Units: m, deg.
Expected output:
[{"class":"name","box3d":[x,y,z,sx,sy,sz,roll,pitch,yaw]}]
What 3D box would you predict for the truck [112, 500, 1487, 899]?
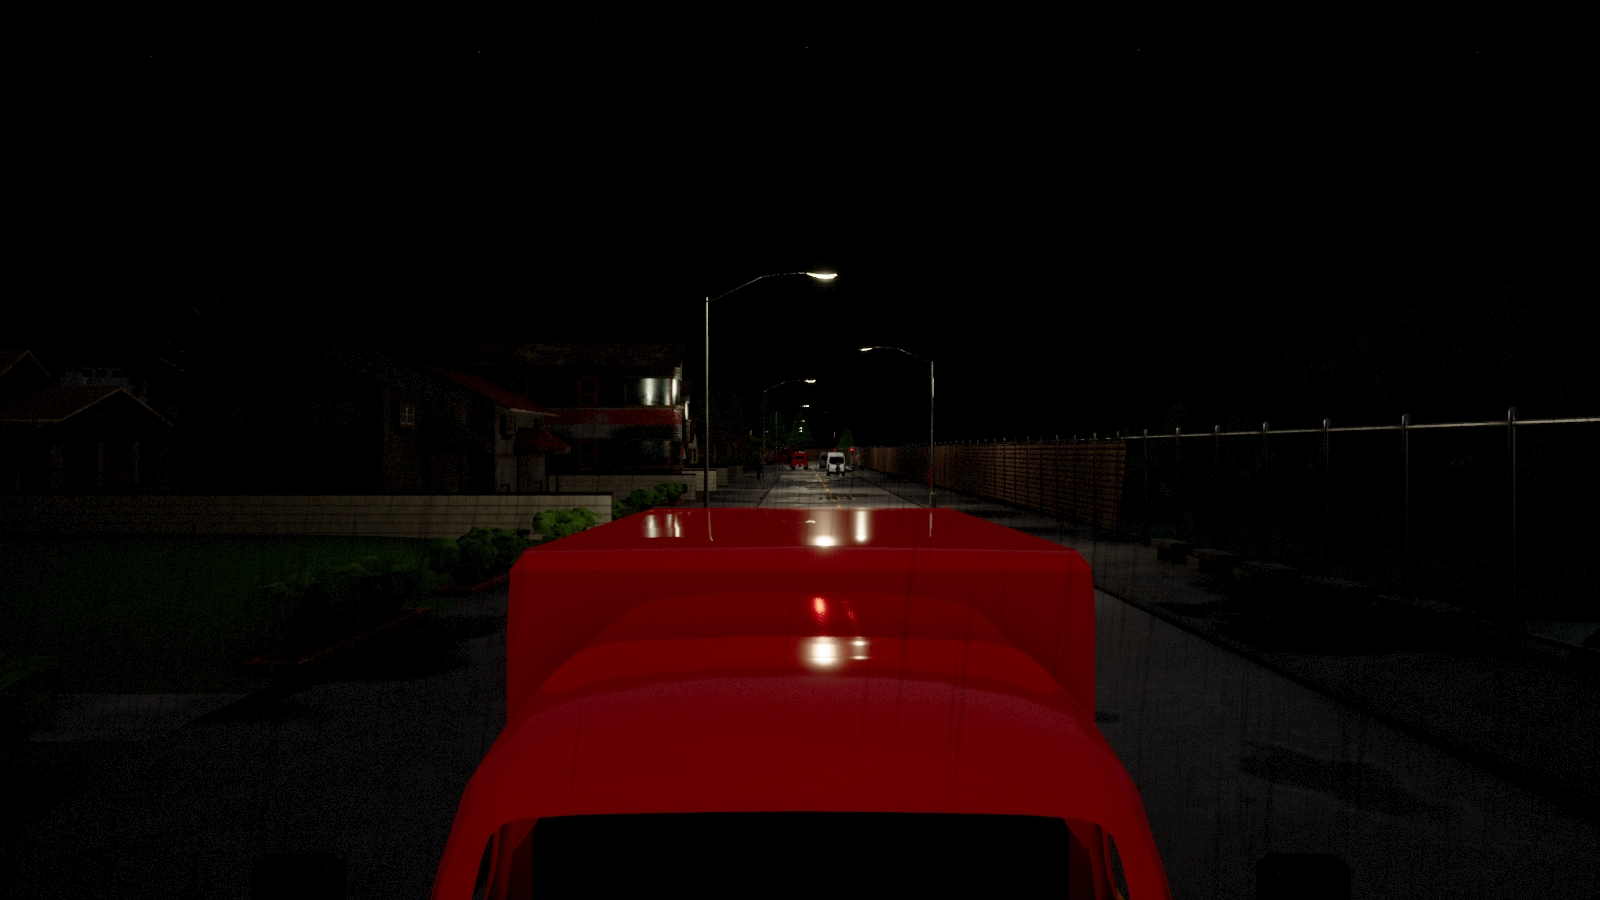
[{"class":"truck","box3d":[0.000,1.568,4.790,2.627,2.467,5.204,0,0,0]}]
